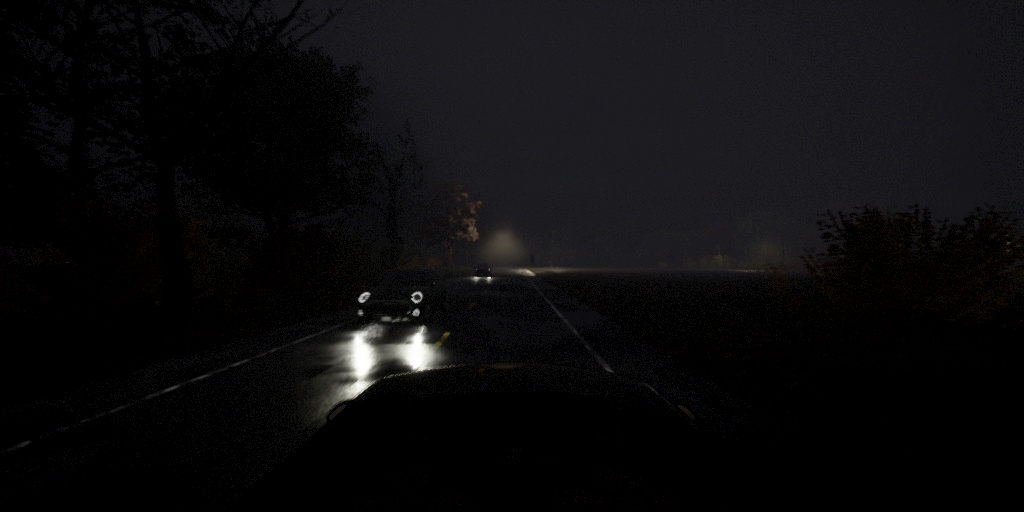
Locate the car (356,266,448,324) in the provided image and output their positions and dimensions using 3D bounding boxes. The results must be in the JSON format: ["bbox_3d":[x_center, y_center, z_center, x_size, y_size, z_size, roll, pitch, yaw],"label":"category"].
[{"bbox_3d":[-3.598,1.241,12.513,2.097,1.767,4.553,0,-1,0],"label":"car"}]

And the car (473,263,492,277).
[{"bbox_3d":[-3.583,1.647,44.707,2.097,1.767,4.553,0,-1,0],"label":"car"}]
